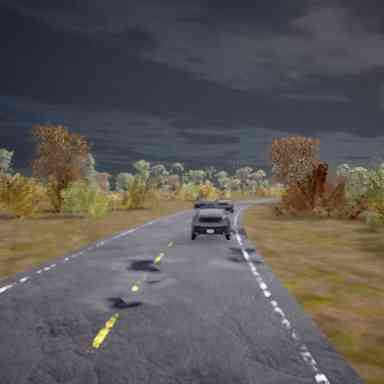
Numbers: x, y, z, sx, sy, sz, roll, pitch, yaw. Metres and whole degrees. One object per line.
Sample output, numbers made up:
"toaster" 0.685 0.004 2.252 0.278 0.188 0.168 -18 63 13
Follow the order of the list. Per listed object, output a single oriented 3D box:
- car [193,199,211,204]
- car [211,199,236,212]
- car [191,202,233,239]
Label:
"car" 1.461 1.542 41.149 1.895 1.301 4.718 0 0 13
"car" 3.506 1.464 35.099 1.837 1.490 4.892 0 0 10
"car" 1.028 1.493 17.222 1.837 1.490 4.892 0 0 5
